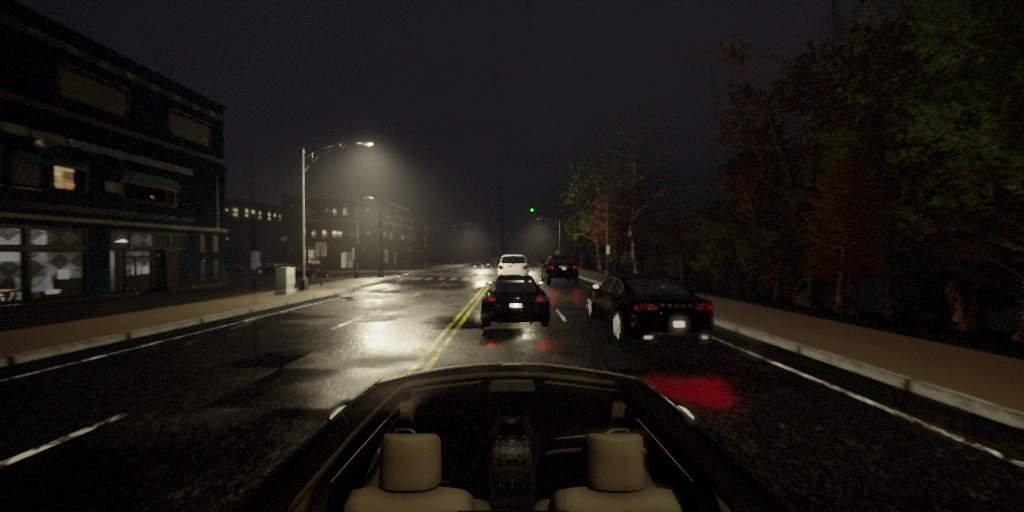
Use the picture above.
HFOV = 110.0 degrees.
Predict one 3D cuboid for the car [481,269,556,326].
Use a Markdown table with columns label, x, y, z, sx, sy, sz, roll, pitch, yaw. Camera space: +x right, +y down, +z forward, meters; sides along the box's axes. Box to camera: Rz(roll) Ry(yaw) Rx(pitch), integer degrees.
| label | x | y | z | sx | sy | sz | roll | pitch | yaw |
| --- | --- | --- | --- | --- | --- | --- | --- | --- | --- |
| car | 0.099 | 1.291 | 11.585 | 1.994 | 1.385 | 4.181 | 0 | 0 | 0 |

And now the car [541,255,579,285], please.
| label | x | y | z | sx | sy | sz | roll | pitch | yaw |
| --- | --- | --- | --- | --- | --- | --- | --- | --- | --- |
| car | 3.349 | 0.915 | 25.755 | 2.150 | 2.045 | 5.566 | 0 | 0 | 0 |

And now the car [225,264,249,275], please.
| label | x | y | z | sx | sy | sz | roll | pitch | yaw |
| --- | --- | --- | --- | --- | --- | --- | --- | --- | --- |
| car | -33.817 | 1.561 | 42.990 | 4.207 | 1.307 | 1.802 | 0 | 0 | 0 |

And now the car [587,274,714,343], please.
| label | x | y | z | sx | sy | sz | roll | pitch | yaw |
| --- | --- | --- | --- | --- | --- | --- | --- | --- | --- |
| car | 3.354 | 1.209 | 9.666 | 1.882 | 1.535 | 5.008 | 0 | 0 | 0 |

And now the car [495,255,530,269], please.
| label | x | y | z | sx | sy | sz | roll | pitch | yaw |
| --- | --- | --- | --- | --- | --- | --- | --- | --- | --- |
| car | 0.101 | 0.913 | 26.179 | 2.150 | 2.045 | 5.566 | 0 | 0 | 0 |

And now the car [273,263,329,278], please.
| label | x | y | z | sx | sy | sz | roll | pitch | yaw |
| --- | --- | --- | --- | --- | --- | --- | --- | --- | --- |
| car | -19.948 | 1.490 | 34.471 | 4.313 | 1.339 | 1.948 | 0 | 0 | 0 |

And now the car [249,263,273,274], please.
| label | x | y | z | sx | sy | sz | roll | pitch | yaw |
| --- | --- | --- | --- | --- | --- | --- | --- | --- | --- |
| car | -28.281 | 1.467 | 42.983 | 4.403 | 1.370 | 2.007 | 0 | 0 | 0 |
